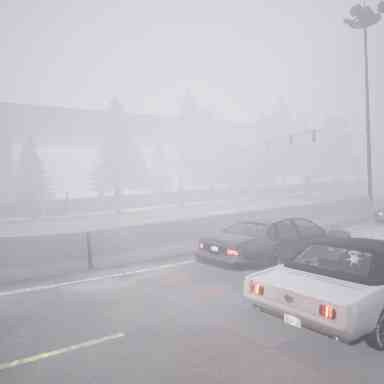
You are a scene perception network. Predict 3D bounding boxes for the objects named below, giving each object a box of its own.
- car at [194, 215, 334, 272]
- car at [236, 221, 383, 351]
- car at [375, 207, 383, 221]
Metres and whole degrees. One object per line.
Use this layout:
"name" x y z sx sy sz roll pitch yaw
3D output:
"car" 2.616 1.400 9.944 5.357 1.411 2.033 -3 1 -36
"car" 3.251 1.506 6.092 4.718 1.301 1.895 -2 1 -36
"car" 10.764 0.867 15.808 5.357 1.411 2.033 -4 2 -36
